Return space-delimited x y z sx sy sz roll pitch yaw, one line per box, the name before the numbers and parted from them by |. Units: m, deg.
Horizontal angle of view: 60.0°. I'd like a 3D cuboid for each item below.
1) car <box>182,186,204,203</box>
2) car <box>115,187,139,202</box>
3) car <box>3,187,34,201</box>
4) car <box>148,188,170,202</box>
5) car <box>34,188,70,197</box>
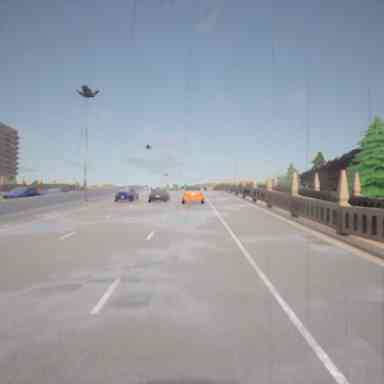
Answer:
car | 0.087 0.146 33.491 2.097 1.767 4.553 0 2 0
car | -6.911 0.241 35.370 1.812 1.442 4.674 0 2 0
car | -17.600 0.228 34.513 1.882 1.535 5.008 0 3 0
car | -3.412 0.291 35.111 1.994 1.385 4.181 0 2 0
car | -14.100 0.274 34.560 1.812 1.442 4.674 0 2 0
